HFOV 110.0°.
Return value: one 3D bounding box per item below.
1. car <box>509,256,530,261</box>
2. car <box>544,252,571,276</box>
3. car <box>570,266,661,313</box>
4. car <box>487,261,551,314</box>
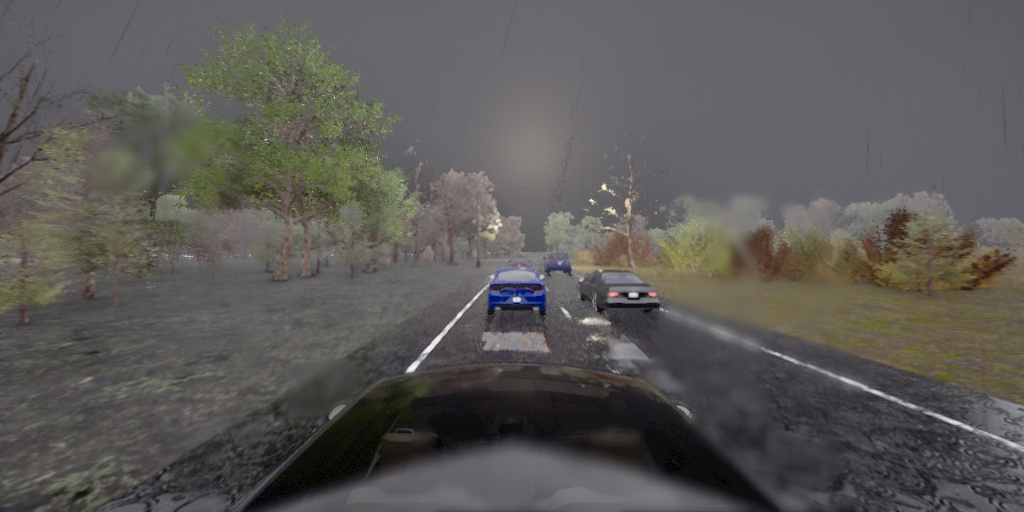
[{"bbox_3d":[0.698,0.819,33.734,2.097,1.767,4.553,0,1,2],"label":"car"},{"bbox_3d":[4.178,0.694,33.230,2.150,2.045,5.566,0,1,2],"label":"car"},{"bbox_3d":[3.688,1.197,13.313,2.033,1.411,5.357,0,0,1],"label":"car"},{"bbox_3d":[0.189,1.126,13.182,1.882,1.535,5.008,0,1,1],"label":"car"}]
